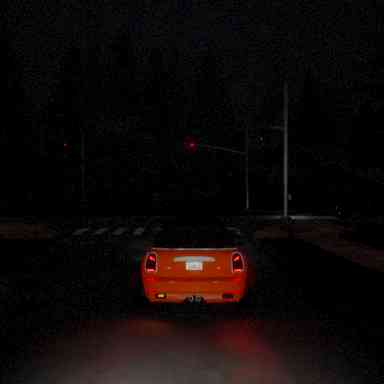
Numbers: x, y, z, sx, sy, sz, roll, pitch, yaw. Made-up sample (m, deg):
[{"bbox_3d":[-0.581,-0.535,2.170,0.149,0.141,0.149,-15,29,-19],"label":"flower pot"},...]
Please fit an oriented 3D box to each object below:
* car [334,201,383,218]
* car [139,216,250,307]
[{"bbox_3d":[14.342,1.430,27.356,4.718,1.301,1.895,0,0,0],"label":"car"},{"bbox_3d":[0.050,1.349,8.114,2.097,1.767,4.553,0,0,0],"label":"car"}]
